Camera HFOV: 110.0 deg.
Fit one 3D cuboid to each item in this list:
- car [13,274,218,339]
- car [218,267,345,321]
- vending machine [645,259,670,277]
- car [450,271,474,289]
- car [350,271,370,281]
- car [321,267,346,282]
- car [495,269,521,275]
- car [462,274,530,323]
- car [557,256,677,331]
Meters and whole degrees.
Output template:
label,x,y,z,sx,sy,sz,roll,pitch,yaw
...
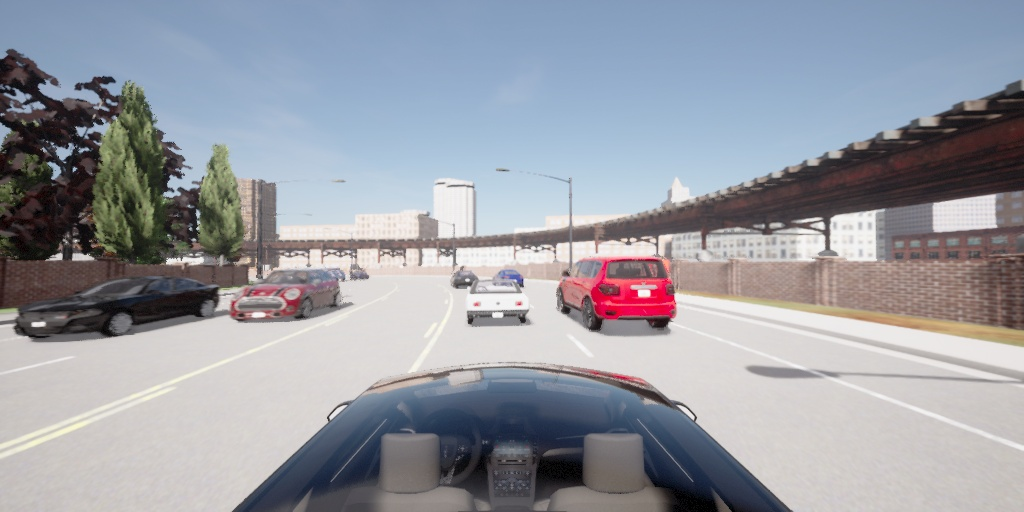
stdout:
label,x,y,z,sx,sy,sz,roll,pitch,yaw
car,-11.211,1.346,10.769,1.882,1.535,5.008,0,-1,-6
car,-7.981,1.246,13.128,2.097,1.767,4.553,0,-1,-7
vending machine,7.910,1.142,19.530,1.100,2.100,0.880,0,0,-9
car,-3.947,1.900,29.531,1.994,1.385,4.181,0,-2,-15
car,-22.399,2.913,52.839,1.994,1.385,4.181,0,-2,-37
car,-25.648,2.585,51.440,2.150,2.045,5.566,0,-2,-38
car,-0.357,1.833,29.665,1.812,1.442,4.674,0,-2,-15
car,-0.631,1.451,12.552,1.895,1.301,4.718,0,-1,-6
car,2.985,1.040,11.430,2.150,2.045,5.566,0,-1,-5
